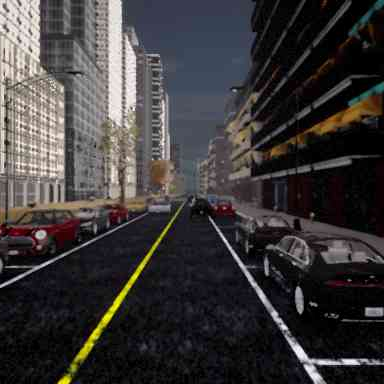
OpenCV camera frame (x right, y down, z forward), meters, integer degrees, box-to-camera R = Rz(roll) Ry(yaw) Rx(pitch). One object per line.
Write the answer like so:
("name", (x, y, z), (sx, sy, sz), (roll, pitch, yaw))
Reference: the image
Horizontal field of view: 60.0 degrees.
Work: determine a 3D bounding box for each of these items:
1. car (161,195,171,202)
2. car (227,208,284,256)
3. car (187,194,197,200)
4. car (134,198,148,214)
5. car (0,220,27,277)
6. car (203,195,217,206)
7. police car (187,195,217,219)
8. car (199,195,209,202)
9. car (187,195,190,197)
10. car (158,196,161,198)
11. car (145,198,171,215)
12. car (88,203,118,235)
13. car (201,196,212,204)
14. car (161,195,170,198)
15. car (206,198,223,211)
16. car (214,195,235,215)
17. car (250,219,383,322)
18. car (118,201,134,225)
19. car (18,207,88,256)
("car", (-5.692, 1.375, 73.483), (1.887, 1.381, 4.507), (0, 0, 0))
("car", (2.690, 1.514, 12.624), (2.008, 1.369, 4.403), (0, 0, 0))
("car", (0.030, 1.231, 79.009), (1.895, 1.301, 4.718), (0, 0, 8))
("car", (-5.691, 1.432, 34.584), (1.752, 1.417, 4.829), (0, 0, 0))
("car", (-5.691, 1.530, 7.092), (2.008, 1.369, 4.403), (0, 0, 0))
("car", (2.688, 1.311, 51.352), (1.967, 1.590, 4.097), (0, 0, 0))
("police car", (0.808, 1.347, 28.025), (1.930, 1.638, 5.238), (0, 0, 2))
("car", (2.688, 1.381, 73.483), (2.008, 1.369, 4.403), (0, 0, 0))
("car", (-0.001, 1.327, 62.312), (1.882, 1.535, 5.008), (0, 0, 0))
("car", (-5.692, 1.465, 45.821), (1.802, 1.307, 4.206), (0, 0, 0))
("car", (-3.096, 1.512, 32.426), (1.895, 1.301, 4.718), (0, 0, 0))
("car", (-5.691, 1.499, 18.156), (2.008, 1.369, 4.403), (0, 0, 0))
("car", (2.688, 1.400, 62.417), (2.008, 1.369, 4.403), (0, 0, 0))
("car", (-5.692, 1.375, 62.248), (1.752, 1.417, 4.829), (0, 0, 0))
("car", (2.689, 1.476, 40.288), (1.802, 1.307, 4.206), (0, 0, 0))
("car", (2.689, 1.359, 29.221), (1.967, 1.590, 4.097), (0, 0, 0))
("car", (2.690, 1.530, 7.092), (2.008, 1.369, 4.403), (0, 0, 0))
("car", (-5.691, 1.478, 23.689), (1.887, 1.381, 4.507), (0, 0, 0))
("car", (-5.691, 1.403, 12.625), (1.967, 1.590, 4.097), (0, 0, 0))
